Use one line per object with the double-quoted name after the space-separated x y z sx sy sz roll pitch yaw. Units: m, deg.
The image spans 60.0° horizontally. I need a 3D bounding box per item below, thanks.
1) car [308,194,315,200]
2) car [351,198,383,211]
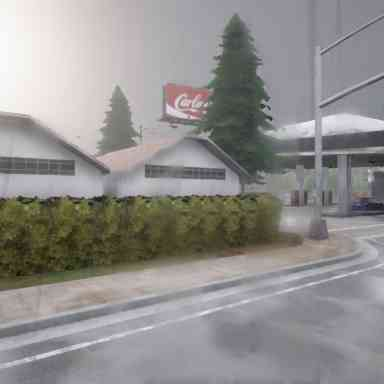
31.789 1.330 88.849 2.152 1.636 5.027 0 0 -36 "car"
20.782 1.480 39.342 4.611 1.667 2.242 0 0 -36 "car"
